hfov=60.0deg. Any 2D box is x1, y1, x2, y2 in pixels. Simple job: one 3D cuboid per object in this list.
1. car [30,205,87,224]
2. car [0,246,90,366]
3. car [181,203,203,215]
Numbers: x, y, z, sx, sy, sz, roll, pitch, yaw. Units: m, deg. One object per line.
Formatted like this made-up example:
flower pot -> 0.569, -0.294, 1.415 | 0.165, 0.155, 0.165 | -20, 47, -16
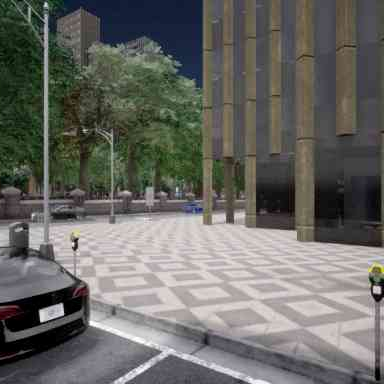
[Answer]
car -> -11.587, 1.873, 29.122 | 2.128, 1.511, 4.902 | 0, -1, 35
car -> -3.471, 1.566, 5.423 | 4.313, 1.339, 1.947 | 0, 0, 35
car -> 0.469, 2.297, 46.288 | 1.882, 1.535, 5.008 | 0, -1, 35
